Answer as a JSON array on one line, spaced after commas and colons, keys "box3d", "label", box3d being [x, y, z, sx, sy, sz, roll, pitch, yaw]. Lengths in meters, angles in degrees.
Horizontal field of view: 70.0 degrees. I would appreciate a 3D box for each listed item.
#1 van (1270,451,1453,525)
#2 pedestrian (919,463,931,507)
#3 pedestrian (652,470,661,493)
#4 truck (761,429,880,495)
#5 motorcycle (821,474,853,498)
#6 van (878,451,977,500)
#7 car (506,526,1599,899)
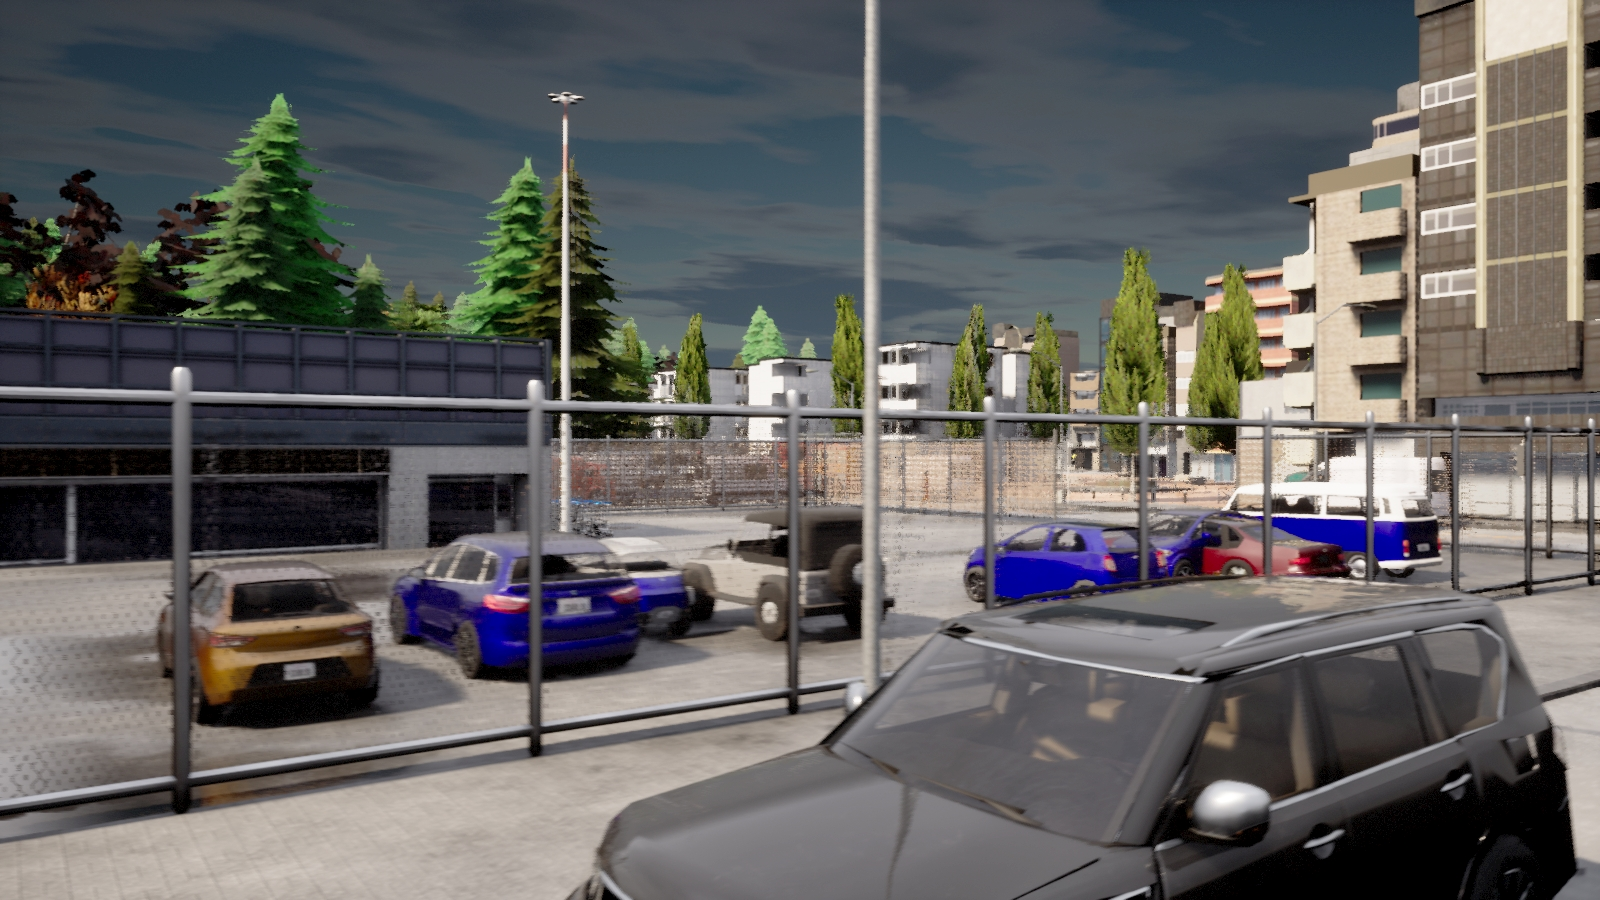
[{"box3d": [20.808, 1.314, 42.671, 1.988, 2.561, 5.915, 0, 0, -35], "label": "van"}, {"box3d": [5.408, 1.516, 49.514, 0.375, 1.860, 0.375, 0, 0, -41], "label": "pedestrian"}, {"box3d": [-8.210, 1.804, 65.450, 0.375, 1.300, 0.375, 0, 0, 24], "label": "pedestrian"}, {"box3d": [1.118, 0.671, 70.324, 2.891, 3.827, 8.468, 0, 0, -35], "label": "truck"}, {"box3d": [2.006, 1.962, 62.404, 0.856, 1.236, 1.805, 0, 0, 37], "label": "motorcycle"}, {"box3d": [6.901, 1.315, 62.503, 1.988, 2.561, 5.915, 0, 0, -35], "label": "van"}, {"box3d": [1.650, 1.559, 5.561, 5.566, 2.045, 2.150, 0, 0, -35], "label": "car"}]
